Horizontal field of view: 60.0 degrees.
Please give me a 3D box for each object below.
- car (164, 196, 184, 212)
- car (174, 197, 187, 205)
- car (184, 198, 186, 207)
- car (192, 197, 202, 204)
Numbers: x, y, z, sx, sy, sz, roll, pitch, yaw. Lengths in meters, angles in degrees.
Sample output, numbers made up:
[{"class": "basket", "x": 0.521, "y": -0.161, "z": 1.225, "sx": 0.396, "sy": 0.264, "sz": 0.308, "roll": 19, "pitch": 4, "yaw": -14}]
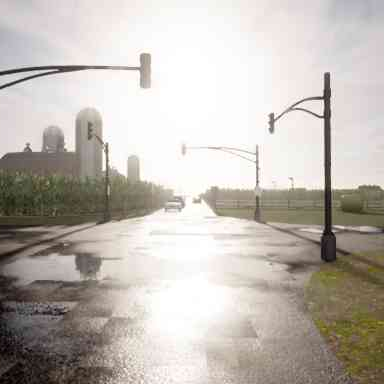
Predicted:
[{"class": "car", "x": -2.232, "y": 1.565, "z": 40.126, "sx": 1.812, "sy": 1.442, "sz": 4.674, "roll": 0, "pitch": 0, "yaw": 1}, {"class": "car", "x": -2.003, "y": 1.621, "z": 60.134, "sx": 2.033, "sy": 1.411, "sz": 5.357, "roll": 0, "pitch": 0, "yaw": 1}, {"class": "car", "x": -2.129, "y": 1.406, "z": 49.953, "sx": 2.097, "sy": 1.767, "sz": 4.553, "roll": 0, "pitch": 0, "yaw": 1}, {"class": "car", "x": 1.003, "y": 1.697, "z": 69.006, "sx": 1.895, "sy": 1.301, "sz": 4.718, "roll": 0, "pitch": 0, "yaw": 0}]
